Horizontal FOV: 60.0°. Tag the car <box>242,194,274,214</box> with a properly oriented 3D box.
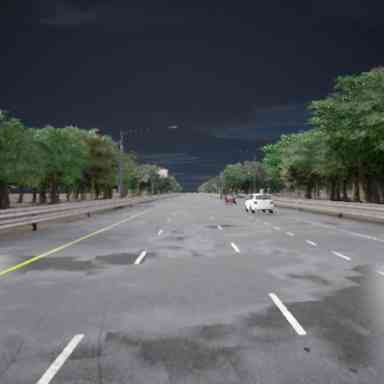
[{"bbox_3d":[6.992,1.196,34.893,2.150,2.045,5.566,0,0,0],"label":"car"}]

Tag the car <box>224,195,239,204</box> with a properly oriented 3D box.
[{"bbox_3d":[6.995,1.477,61.902,1.812,1.442,4.674,0,0,0],"label":"car"}]
